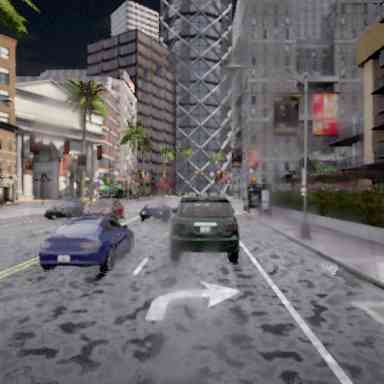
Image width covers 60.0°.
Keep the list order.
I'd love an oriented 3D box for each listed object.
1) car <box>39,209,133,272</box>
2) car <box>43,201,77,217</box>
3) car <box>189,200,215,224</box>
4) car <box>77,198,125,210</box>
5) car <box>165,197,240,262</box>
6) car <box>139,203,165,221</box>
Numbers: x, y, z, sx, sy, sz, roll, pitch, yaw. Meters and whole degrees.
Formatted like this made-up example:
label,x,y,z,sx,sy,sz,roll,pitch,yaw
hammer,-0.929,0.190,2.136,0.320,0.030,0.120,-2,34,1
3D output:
label,x,y,z,sx,sy,sz,roll,pitch,yaw
car,-3.124,1.476,10.547,1.812,1.442,4.674,0,0,1
car,-9.848,1.415,26.704,2.033,1.411,5.357,0,0,2
car,0.760,1.423,25.338,1.837,1.490,4.892,0,0,2
car,-6.417,1.240,24.637,2.097,1.767,4.553,0,0,2
car,0.418,1.180,12.213,2.150,2.045,5.566,0,0,1
car,-2.734,1.503,25.667,1.895,1.301,4.718,0,0,2
